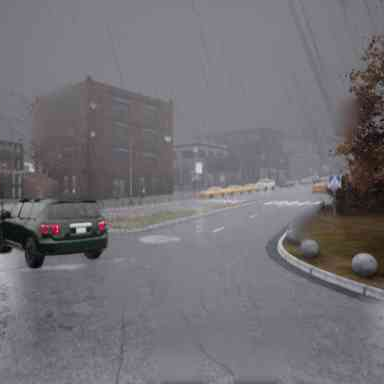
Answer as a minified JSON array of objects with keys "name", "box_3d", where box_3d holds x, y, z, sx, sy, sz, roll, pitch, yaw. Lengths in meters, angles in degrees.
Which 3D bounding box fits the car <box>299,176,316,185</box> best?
[{"name":"car","box_3d":[26.547,-2.379,77.759,2.231,1.521,4.892,0,4,37]}]

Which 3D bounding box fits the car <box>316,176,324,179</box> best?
[{"name":"car","box_3d":[29.861,-2.966,82.104,2.435,2.045,5.566,0,4,37]}]

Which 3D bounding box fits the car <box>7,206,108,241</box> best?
[{"name":"car","box_3d":[-7.057,1.510,17.254,5.357,1.411,2.033,0,0,31]}]

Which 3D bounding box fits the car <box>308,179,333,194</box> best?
[{"name":"car","box_3d":[18.976,-0.594,48.399,1.882,1.535,5.008,0,4,37]}]

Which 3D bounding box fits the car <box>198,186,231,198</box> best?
[{"name":"car","box_3d":[2.935,0.006,46.823,1.946,1.575,5.366,0,4,38]}]

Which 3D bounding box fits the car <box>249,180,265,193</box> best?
[{"name":"car","box_3d":[9.631,-0.673,55.584,1.946,1.575,5.366,0,4,37]}]

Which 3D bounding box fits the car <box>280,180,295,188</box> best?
[{"name":"car","box_3d":[19.833,-1.672,68.964,2.163,1.488,4.792,0,4,37]}]

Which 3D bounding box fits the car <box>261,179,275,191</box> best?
[{"name":"car","box_3d":[13.141,-1.276,60.180,2.435,2.045,5.566,0,4,37]}]

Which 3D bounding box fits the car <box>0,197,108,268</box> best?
[{"name":"car","box_3d":[-5.042,1.196,11.592,2.150,2.045,5.566,0,0,-43]}]

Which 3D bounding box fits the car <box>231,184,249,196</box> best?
[{"name":"car","box_3d":[6.286,-0.335,51.199,1.946,1.575,5.366,0,4,37]}]
